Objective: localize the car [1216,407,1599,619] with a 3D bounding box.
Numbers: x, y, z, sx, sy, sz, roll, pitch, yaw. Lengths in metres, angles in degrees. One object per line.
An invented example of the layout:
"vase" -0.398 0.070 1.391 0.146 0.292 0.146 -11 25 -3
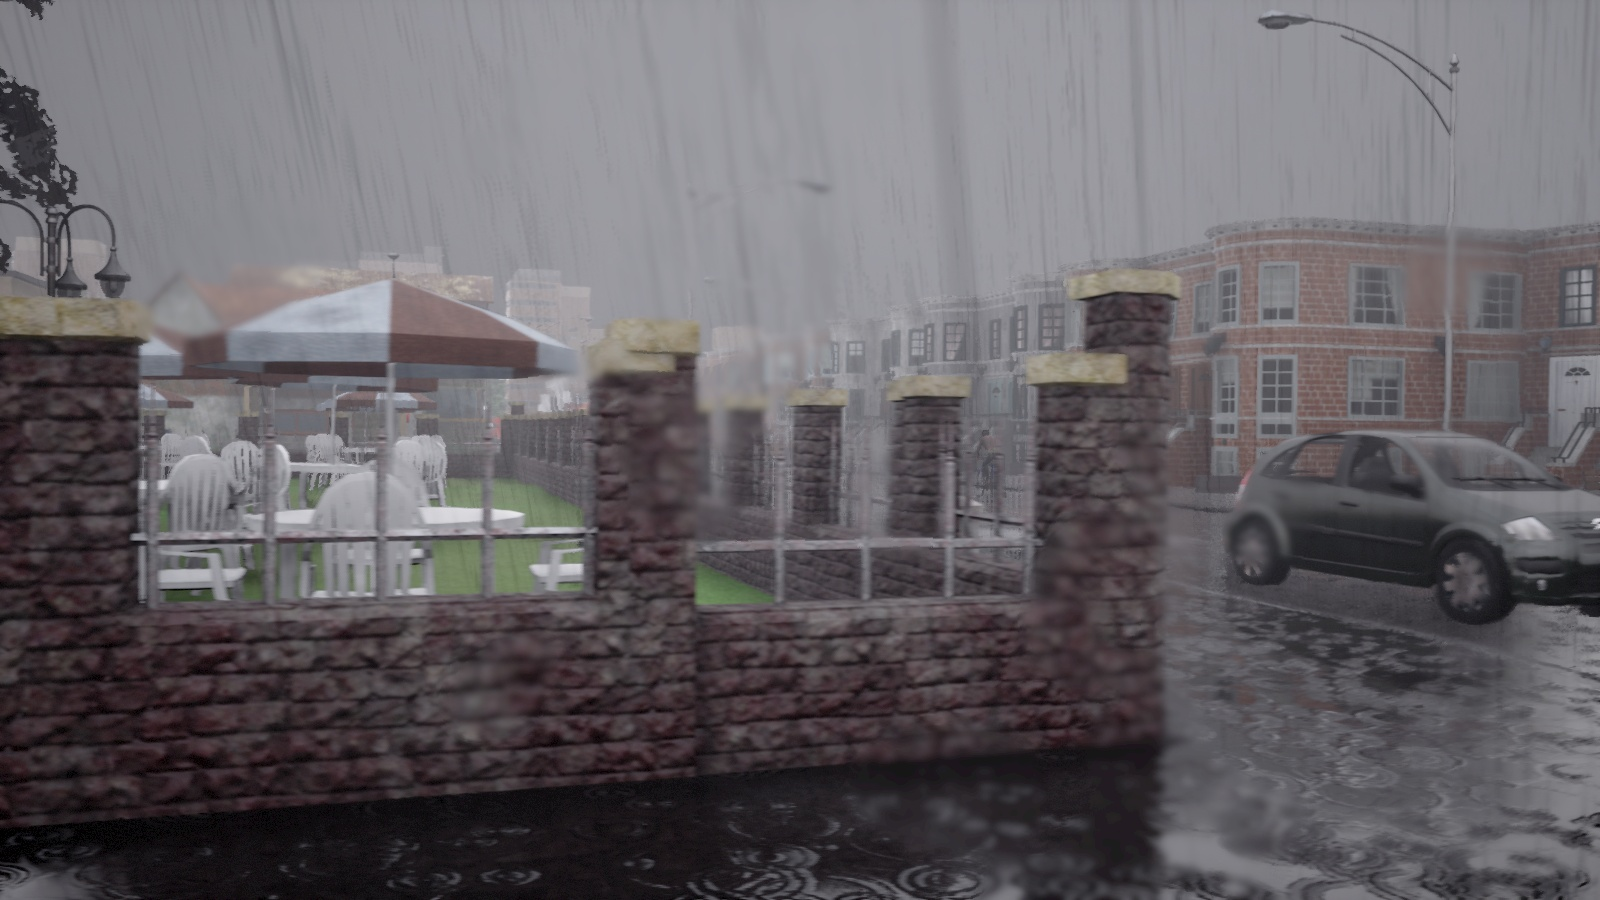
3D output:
"car" 5.934 0.446 11.785 1.851 1.617 3.988 -1 1 -18

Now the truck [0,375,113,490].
"truck" -25.851 -0.506 38.596 7.936 3.462 2.891 -1 1 -21

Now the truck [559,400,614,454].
"truck" -15.998 -1.665 93.704 2.891 3.827 8.468 -1 1 -18

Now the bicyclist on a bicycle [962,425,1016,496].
"bicyclist on a bicycle" 4.437 0.236 29.608 0.582 1.620 1.656 -1 1 -18
